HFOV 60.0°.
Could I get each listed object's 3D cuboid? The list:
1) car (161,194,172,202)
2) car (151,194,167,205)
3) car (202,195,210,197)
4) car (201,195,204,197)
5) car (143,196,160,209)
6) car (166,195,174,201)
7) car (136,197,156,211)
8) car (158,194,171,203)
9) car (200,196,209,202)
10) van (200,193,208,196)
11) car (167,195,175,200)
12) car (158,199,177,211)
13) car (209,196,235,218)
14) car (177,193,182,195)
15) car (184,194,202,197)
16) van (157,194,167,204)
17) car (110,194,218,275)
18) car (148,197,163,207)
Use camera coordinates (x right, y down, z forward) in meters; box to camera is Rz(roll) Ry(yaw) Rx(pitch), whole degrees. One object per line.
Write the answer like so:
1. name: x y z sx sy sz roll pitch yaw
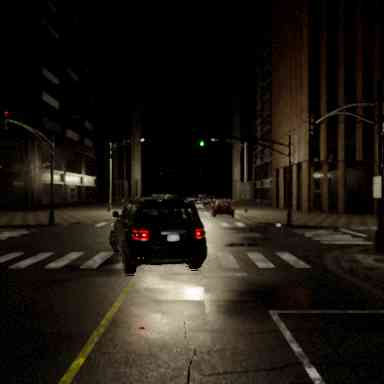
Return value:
1. car: -5.733 1.353 75.454 2.192 1.841 5.009 0 0 0
2. car: -5.739 1.338 58.627 2.192 1.841 5.009 0 0 0
3. car: 2.782 1.567 47.422 2.008 1.369 4.403 0 0 0
4. car: 2.784 1.585 53.031 1.947 1.339 4.313 0 0 0
5. car: -5.743 1.456 47.407 1.967 1.590 4.097 0 0 0
6. car: -5.729 1.491 86.674 1.967 1.590 4.097 0 0 0
7. car: -5.745 1.453 41.798 1.967 1.590 4.097 0 0 0
8. car: -5.735 1.347 69.845 2.192 1.841 5.009 0 0 0
9. car: 2.792 1.603 75.467 1.947 1.339 4.313 0 0 0
10. van: 2.788 1.368 64.250 1.690 1.788 3.998 0 0 0
11. car: -5.727 1.608 92.283 2.008 1.369 4.403 0 0 0
12. car: -3.016 1.577 41.498 1.994 1.385 4.181 0 0 1
13. car: 2.776 1.448 30.596 1.967 1.590 4.097 0 0 0
14. car: -3.010 1.370 51.377 2.097 1.767 4.553 0 0 0
15. car: 0.118 1.512 57.468 2.128 1.511 4.902 0 0 0
16. van: -5.737 1.369 64.235 1.690 1.788 3.998 0 0 0
17. car: -1.292 1.223 10.800 2.150 2.045 5.566 0 0 -18
18. car: -5.741 1.570 53.017 2.008 1.369 4.403 0 0 0
